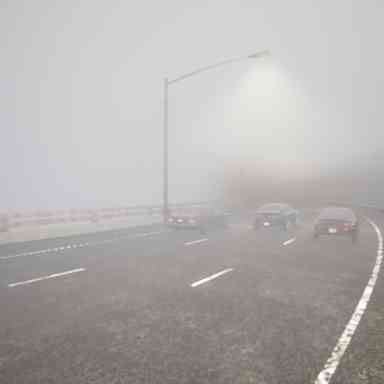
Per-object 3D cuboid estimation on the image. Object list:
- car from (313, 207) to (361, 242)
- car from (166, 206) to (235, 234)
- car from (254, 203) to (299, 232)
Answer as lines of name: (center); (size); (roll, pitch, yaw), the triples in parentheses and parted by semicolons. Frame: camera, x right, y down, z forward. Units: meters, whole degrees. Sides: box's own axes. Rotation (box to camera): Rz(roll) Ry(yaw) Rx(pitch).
car: (7.177, 1.481, 16.324); (1.812, 1.442, 4.674); (0, 0, 29)
car: (0.634, 1.477, 18.823); (2.033, 1.411, 5.357); (0, 0, 29)
car: (5.143, 1.441, 19.948); (1.837, 1.490, 4.892); (0, 0, 28)
